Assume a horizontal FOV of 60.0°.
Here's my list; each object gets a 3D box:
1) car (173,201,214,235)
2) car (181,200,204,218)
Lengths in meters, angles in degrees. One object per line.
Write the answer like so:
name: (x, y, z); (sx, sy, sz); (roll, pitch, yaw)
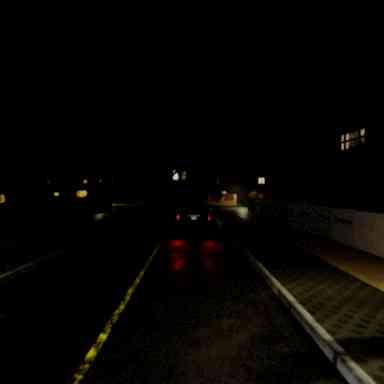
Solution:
car: (0.094, 1.325, 18.762); (2.097, 1.767, 4.553); (0, 0, 0)
car: (0.087, 1.532, 30.879); (1.994, 1.385, 4.181); (0, 0, 1)
